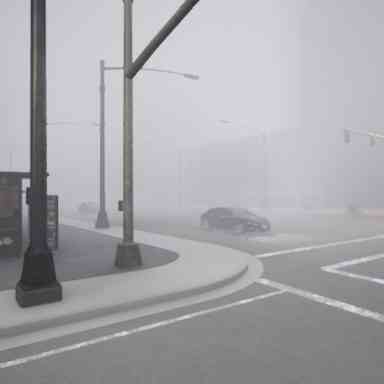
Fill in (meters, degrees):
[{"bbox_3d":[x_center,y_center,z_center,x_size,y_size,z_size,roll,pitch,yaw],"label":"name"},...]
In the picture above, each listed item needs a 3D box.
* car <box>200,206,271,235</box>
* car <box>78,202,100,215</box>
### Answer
[{"bbox_3d":[2.406,1.608,19.529,1.837,1.490,4.892,0,0,-36],"label":"car"},{"bbox_3d":[-12.210,1.901,39.687,1.812,1.442,4.674,0,-1,-36],"label":"car"}]
